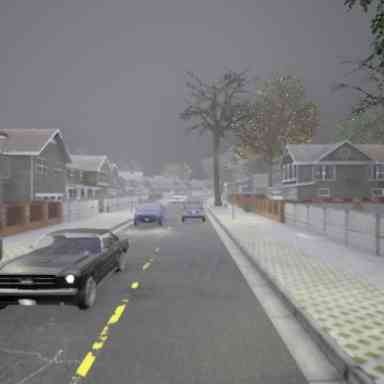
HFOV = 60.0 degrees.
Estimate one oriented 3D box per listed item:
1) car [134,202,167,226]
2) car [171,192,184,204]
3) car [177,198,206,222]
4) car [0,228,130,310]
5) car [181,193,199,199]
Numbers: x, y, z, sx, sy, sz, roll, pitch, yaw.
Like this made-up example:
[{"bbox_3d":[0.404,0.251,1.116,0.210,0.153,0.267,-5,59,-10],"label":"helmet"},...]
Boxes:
[{"bbox_3d":[-2.838,1.431,23.342,1.882,1.535,5.008,0,0,0],"label":"car"},{"bbox_3d":[-2.322,0.997,57.306,2.150,2.045,5.566,0,1,3],"label":"car"},{"bbox_3d":[0.115,1.491,26.054,2.033,1.411,5.357,0,0,0],"label":"car"},{"bbox_3d":[-2.838,1.592,7.935,1.895,1.301,4.718,0,0,0],"label":"car"},{"bbox_3d":[0.159,1.237,39.852,2.097,1.767,4.553,0,0,0],"label":"car"}]
